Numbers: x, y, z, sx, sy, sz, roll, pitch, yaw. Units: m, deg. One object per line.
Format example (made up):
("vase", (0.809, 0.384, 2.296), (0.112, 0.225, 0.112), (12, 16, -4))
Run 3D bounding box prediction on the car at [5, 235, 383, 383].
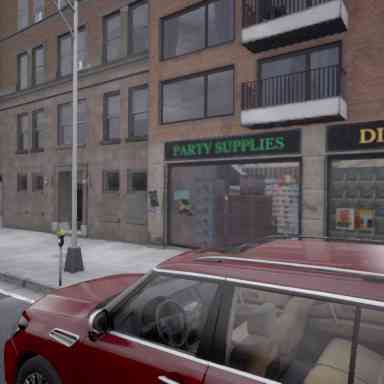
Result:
("car", (0.547, 1.315, 2.676), (5.009, 1.841, 2.192), (0, 1, 35))
